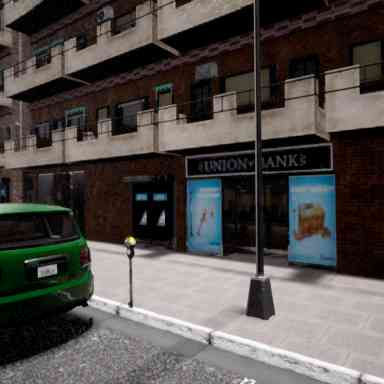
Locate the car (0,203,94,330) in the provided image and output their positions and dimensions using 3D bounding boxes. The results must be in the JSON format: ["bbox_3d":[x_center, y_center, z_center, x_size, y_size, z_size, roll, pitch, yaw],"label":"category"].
[{"bbox_3d":[-4.247,1.227,6.360,5.566,2.045,2.150,0,0,36],"label":"car"}]
